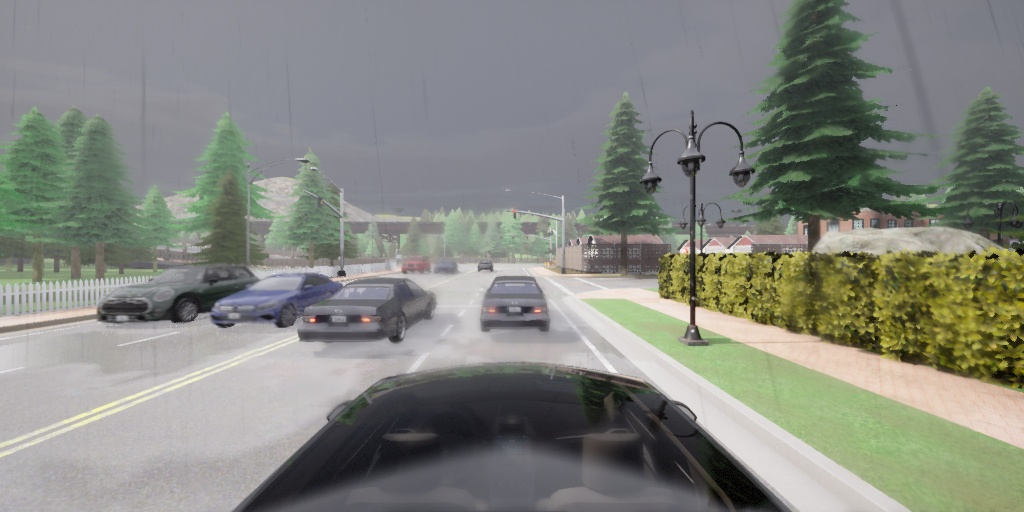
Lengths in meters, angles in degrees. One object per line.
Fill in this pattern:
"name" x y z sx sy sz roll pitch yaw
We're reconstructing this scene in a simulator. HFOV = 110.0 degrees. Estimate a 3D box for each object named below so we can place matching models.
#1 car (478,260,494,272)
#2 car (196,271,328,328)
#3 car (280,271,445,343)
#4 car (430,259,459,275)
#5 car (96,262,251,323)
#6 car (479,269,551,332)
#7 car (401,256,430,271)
"car" -3.395 1.241 46.713 2.128 1.511 4.902 0 0 0
"car" -7.086 1.276 11.469 1.812 1.442 4.674 0 0 0
"car" -3.416 1.297 9.624 2.033 1.411 5.357 0 0 0
"car" -7.087 1.102 38.905 2.097 1.767 4.553 0 0 0
"car" -10.599 1.102 11.987 2.097 1.767 4.553 0 0 0
"car" 0.085 1.297 10.839 2.033 1.411 5.357 0 0 0
"car" -10.587 0.971 40.184 2.150 2.045 5.566 0 0 0
